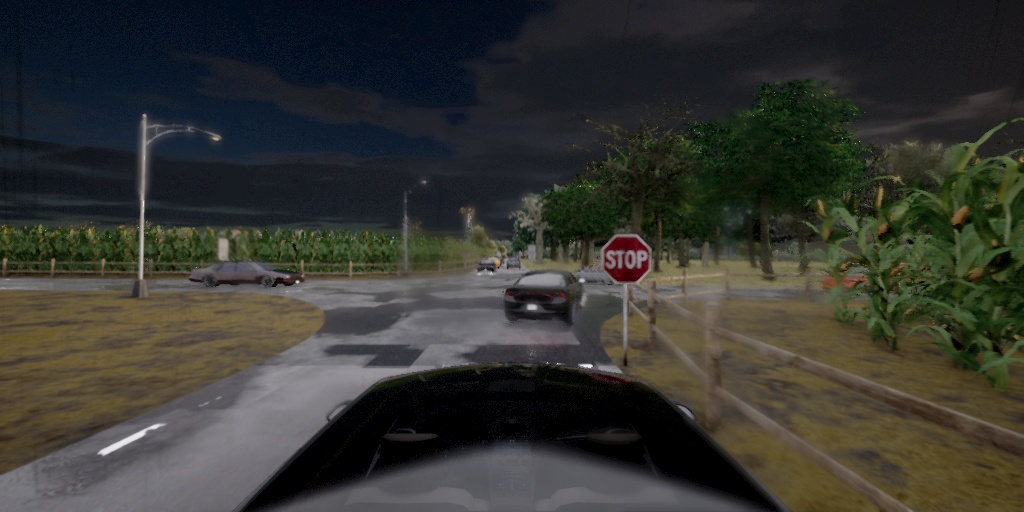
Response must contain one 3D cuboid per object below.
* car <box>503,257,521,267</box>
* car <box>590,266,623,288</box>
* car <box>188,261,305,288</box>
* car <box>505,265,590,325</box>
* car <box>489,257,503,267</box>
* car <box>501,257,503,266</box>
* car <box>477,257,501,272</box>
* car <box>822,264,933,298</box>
[{"bbox_3d":[0.248,0.958,50.165,2.128,1.511,4.902,0,0,0],"label":"car"},{"bbox_3d":[5.196,1.312,23.302,4.181,1.385,1.994,1,-1,0],"label":"car"},{"bbox_3d":[-14.421,0.996,19.640,5.357,1.411,2.033,1,-1,-1],"label":"car"},{"bbox_3d":[1.262,1.165,11.699,1.882,1.535,5.008,0,1,17],"label":"car"},{"bbox_3d":[-2.552,0.959,59.868,2.033,1.411,5.357,0,0,1],"label":"car"},{"bbox_3d":[-2.671,0.945,50.052,1.882,1.535,5.008,0,0,1],"label":"car"},{"bbox_3d":[-2.751,1.069,40.445,2.033,1.411,5.357,0,0,1],"label":"car"},{"bbox_3d":[19.882,1.275,19.572,4.553,1.767,2.097,1,-1,0],"label":"car"}]
